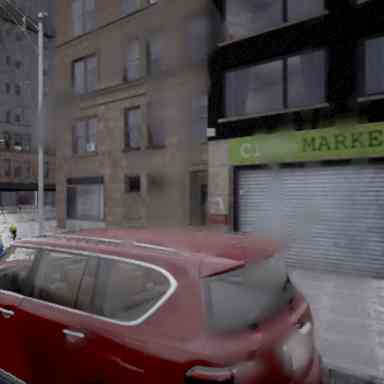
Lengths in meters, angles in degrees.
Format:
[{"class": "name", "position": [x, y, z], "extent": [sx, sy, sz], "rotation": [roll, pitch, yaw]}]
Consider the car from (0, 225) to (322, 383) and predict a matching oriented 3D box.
[{"class": "car", "position": [-1.134, 1.328, 3.891], "extent": [5.009, 1.841, 2.192], "rotation": [0, 0, 36]}]
